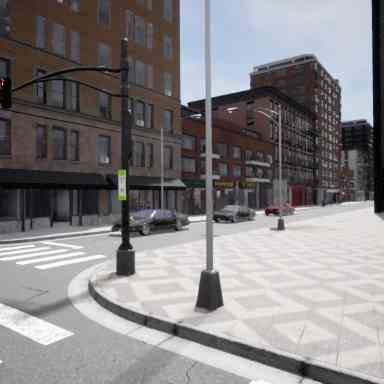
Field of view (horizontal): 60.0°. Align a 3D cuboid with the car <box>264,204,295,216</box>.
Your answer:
[{"bbox_3d":[9.642,1.930,36.528,1.895,1.301,4.718,-1,-1,36],"label":"car"}]

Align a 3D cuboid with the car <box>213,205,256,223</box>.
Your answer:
[{"bbox_3d":[3.633,1.793,28.197,2.033,1.411,5.357,-1,-1,35],"label":"car"}]

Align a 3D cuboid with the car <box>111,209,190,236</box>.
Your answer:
[{"bbox_3d":[-2.270,1.708,19.986,2.033,1.411,5.357,-1,-1,36],"label":"car"}]
